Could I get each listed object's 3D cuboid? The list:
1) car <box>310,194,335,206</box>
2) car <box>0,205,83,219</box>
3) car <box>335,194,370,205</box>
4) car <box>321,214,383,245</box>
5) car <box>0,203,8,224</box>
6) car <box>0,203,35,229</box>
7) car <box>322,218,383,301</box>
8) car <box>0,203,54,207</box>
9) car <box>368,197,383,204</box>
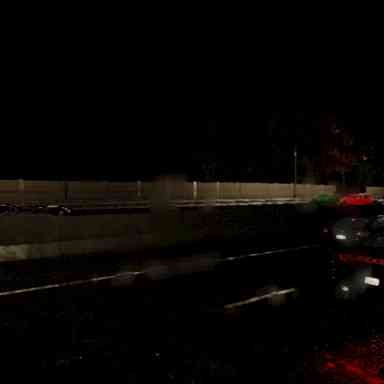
[{"bbox_3d":[19.370,1.263,47.872,5.566,2.045,2.150,1,0,-35],"label":"car"},{"bbox_3d":[-8.028,1.548,15.461,5.357,1.411,2.033,0,0,-36],"label":"car"},{"bbox_3d":[22.592,1.264,45.868,5.566,2.045,2.150,0,0,-35],"label":"car"},{"bbox_3d":[6.929,1.572,12.989,4.181,1.385,1.994,0,0,-35],"label":"car"},{"bbox_3d":[-15.493,1.526,22.965,4.674,1.442,1.812,0,0,-36],"label":"car"},{"bbox_3d":[-12.643,1.505,20.771,4.892,1.490,1.837,0,0,-35],"label":"car"},{"bbox_3d":[5.314,1.482,7.534,5.008,1.535,1.882,0,0,-36],"label":"car"},{"bbox_3d":[-8.752,1.507,19.246,4.892,1.490,1.837,0,0,-35],"label":"car"},{"bbox_3d":[25.426,1.605,43.595,4.181,1.385,1.994,0,0,-35],"label":"car"}]
